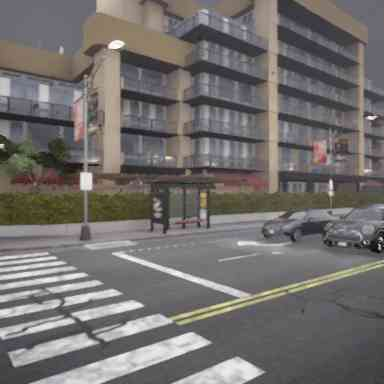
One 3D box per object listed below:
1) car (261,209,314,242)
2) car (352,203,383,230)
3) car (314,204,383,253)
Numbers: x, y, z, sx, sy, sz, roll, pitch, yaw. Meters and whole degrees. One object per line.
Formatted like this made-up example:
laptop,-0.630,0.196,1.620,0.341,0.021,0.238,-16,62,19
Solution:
car,5.568,1.589,16.938,4.674,1.442,1.812,0,0,-37
car,13.015,1.546,22.523,5.008,1.535,1.882,0,0,-37
car,7.529,1.397,14.032,4.553,1.767,2.097,0,0,-37
